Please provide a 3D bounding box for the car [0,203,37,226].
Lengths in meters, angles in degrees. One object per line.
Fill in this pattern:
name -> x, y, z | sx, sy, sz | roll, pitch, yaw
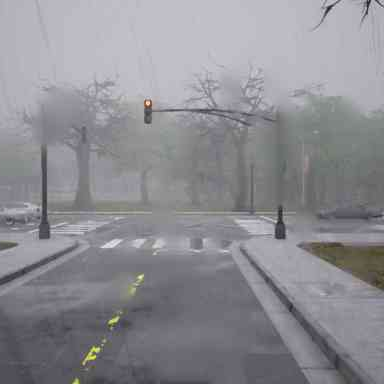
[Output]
car -> -13.643, 1.589, 22.932 | 4.718, 1.301, 1.895 | 0, 0, 0

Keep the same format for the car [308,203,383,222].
car -> 12.094, 1.564, 26.362 | 5.357, 1.411, 2.033 | 0, 0, 0

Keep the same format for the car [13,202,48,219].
car -> -13.881, 1.509, 26.383 | 4.674, 1.442, 1.812 | 0, 0, 0
